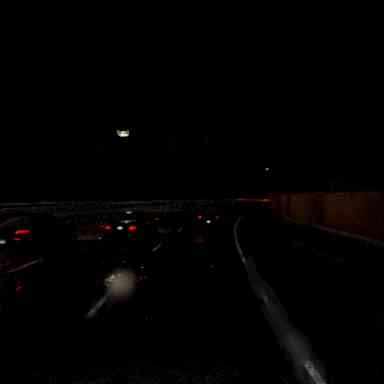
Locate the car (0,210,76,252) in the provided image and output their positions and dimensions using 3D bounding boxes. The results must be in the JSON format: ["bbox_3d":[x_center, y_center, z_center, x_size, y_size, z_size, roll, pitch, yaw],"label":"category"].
[{"bbox_3d":[-6.678,1.641,14.331,1.812,1.442,4.674,0,-1,5],"label":"car"}]

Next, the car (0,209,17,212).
[{"bbox_3d":[-9.857,1.663,18.071,1.812,1.442,4.674,0,-1,6],"label":"car"}]

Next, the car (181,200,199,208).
[{"bbox_3d":[-0.331,2.128,58.651,1.812,1.442,4.674,0,-1,22],"label":"car"}]

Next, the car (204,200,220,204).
[{"bbox_3d":[3.584,2.152,59.044,1.812,1.442,4.674,0,-1,23],"label":"car"}]

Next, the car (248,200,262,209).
[{"bbox_3d":[11.219,2.192,59.183,1.812,1.442,4.674,0,-1,24],"label":"car"}]

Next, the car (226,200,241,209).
[{"bbox_3d":[7.454,2.174,59.265,1.812,1.442,4.674,0,-1,23],"label":"car"}]

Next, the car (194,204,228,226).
[{"bbox_3d":[1.556,1.879,26.163,1.895,1.301,4.718,0,-1,9],"label":"car"}]

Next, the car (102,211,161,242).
[{"bbox_3d":[-3.014,1.715,17.605,2.033,1.411,5.357,0,-1,6],"label":"car"}]
